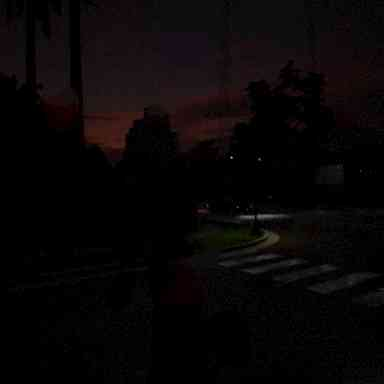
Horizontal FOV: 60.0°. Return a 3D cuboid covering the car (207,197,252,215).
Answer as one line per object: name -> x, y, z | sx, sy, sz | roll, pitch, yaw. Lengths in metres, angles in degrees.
car -> 3.347, 1.260, 30.689 | 1.837, 1.490, 4.892 | -1, 1, -36
